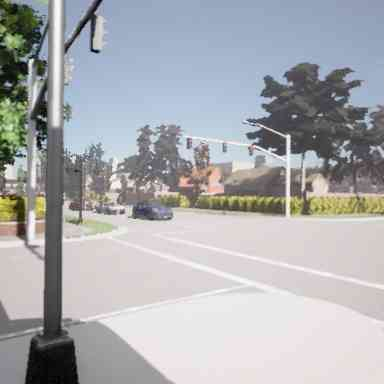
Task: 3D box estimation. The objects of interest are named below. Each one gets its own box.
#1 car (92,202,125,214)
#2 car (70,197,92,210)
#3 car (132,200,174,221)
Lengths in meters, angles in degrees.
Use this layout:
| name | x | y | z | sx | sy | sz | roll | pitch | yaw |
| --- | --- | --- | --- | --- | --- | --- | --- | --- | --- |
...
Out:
| name | x | y | z | sx | sy | sz | roll | pitch | yaw |
| --- | --- | --- | --- | --- | --- | --- | --- | --- | --- |
| car | -9.274 | 1.777 | 37.701 | 1.895 | 1.301 | 4.718 | 1 | -1 | -36 |
| car | -15.166 | 1.527 | 45.840 | 2.097 | 1.767 | 4.553 | 1 | -1 | -36 |
| car | -3.524 | 1.529 | 29.770 | 2.097 | 1.767 | 4.553 | 1 | -1 | -36 |
